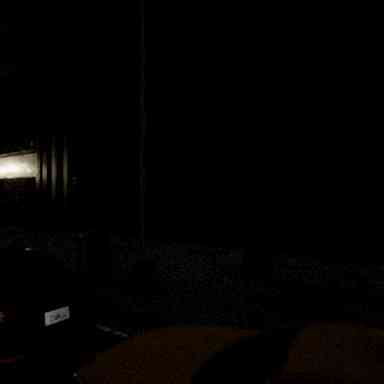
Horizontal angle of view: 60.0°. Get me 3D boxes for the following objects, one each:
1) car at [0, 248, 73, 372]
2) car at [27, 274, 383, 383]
[{"bbox_3d":[-3.374,1.592,5.371,4.313,1.339,1.947,0,0,35],"label":"car"},{"bbox_3d":[1.062,1.527,2.208,4.829,1.417,1.752,0,0,35],"label":"car"}]
